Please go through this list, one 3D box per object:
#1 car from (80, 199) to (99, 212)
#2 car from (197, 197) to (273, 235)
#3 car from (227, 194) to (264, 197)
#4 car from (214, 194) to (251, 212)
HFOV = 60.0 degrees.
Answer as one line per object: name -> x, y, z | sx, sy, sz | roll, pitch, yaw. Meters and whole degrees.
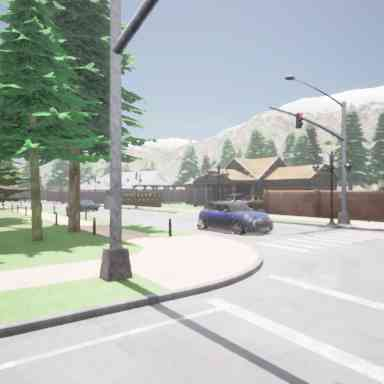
car -> -12.250, 1.531, 38.406 | 1.994, 1.385, 4.181 | 0, 0, -36
car -> 2.326, 1.329, 18.681 | 2.097, 1.767, 4.553 | 0, 0, -37
car -> 6.313, 1.149, 34.809 | 4.605, 1.855, 1.932 | 0, 0, -37
car -> 4.495, 1.151, 36.589 | 3.866, 1.878, 1.905 | 0, 0, -37
